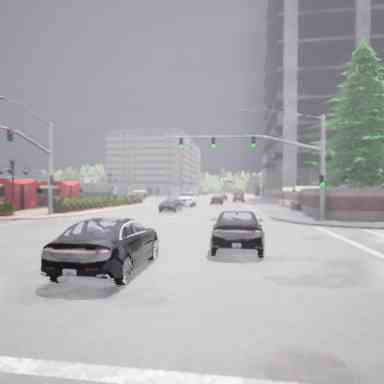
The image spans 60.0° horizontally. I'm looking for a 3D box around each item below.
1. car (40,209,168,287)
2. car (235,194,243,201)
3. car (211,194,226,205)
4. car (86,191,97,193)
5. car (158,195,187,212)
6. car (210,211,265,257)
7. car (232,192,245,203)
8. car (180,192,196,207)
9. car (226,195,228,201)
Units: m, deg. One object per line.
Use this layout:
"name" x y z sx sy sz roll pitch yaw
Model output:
"car" -2.251 1.462 9.341 2.128 1.511 4.902 0 0 7
"car" 10.435 1.246 74.172 1.812 1.442 4.674 0 0 8
"car" 4.184 1.250 54.625 1.882 1.535 5.008 0 0 8
"car" -22.453 0.727 72.261 4.605 1.855 1.932 0 0 9
"car" -2.231 1.365 36.031 2.033 1.411 5.357 0 0 8
"car" 1.759 1.477 12.992 2.128 1.511 4.902 0 0 8
"car" 8.928 0.982 63.693 2.150 2.045 5.566 0 0 8
"car" -0.676 1.000 46.667 2.150 2.045 5.566 0 0 8
"car" 7.001 1.174 74.872 1.882 1.535 5.008 0 0 8
